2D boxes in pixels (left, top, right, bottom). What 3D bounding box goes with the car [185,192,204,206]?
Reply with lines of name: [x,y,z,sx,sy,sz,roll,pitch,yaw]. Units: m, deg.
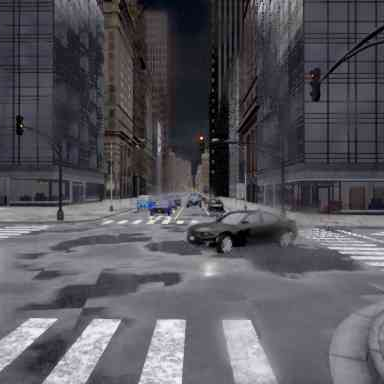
car: [0.338,1.310,49.985,2.097,1.767,4.553,0,0,0]

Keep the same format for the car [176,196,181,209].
car: [-2.876,1.532,42.834,1.994,1.385,4.181,0,0,1]

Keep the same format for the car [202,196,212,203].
car: [3.019,1.464,68.570,1.887,1.381,4.507,0,0,0]

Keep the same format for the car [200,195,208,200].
car: [3.117,1.455,85.517,1.802,1.307,4.206,0,0,0]

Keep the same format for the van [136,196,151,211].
van: [-5.668,1.313,40.373,1.690,1.788,3.998,0,0,0]

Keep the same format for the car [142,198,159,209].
car: [-5.637,1.546,46.022,1.802,1.307,4.206,0,0,0]

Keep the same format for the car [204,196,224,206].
car: [2.856,1.537,40.325,1.947,1.339,4.313,0,0,0]

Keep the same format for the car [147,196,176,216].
car: [-2.948,1.457,32.875,1.882,1.535,5.008,0,0,0]

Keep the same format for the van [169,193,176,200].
van: [-5.374,1.198,91.210,1.690,1.788,3.998,0,0,0]

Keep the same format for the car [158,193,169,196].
car: [-5.571,1.384,57.319,1.967,1.590,4.097,0,0,0]

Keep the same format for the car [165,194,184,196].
car: [-2.748,1.499,53.187,2.033,1.411,5.357,0,0,1]

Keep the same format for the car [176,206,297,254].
car: [2.116,1.494,13.640,5.008,1.535,1.882,1,-1,-32]

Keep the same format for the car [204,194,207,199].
car: [2.953,1.526,57.272,1.802,1.307,4.206,0,0,0]

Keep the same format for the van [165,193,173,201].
van: [-5.439,1.230,79.914,1.690,1.788,3.998,0,0,0]

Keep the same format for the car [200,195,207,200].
car: [3.149,1.408,91.165,2.008,1.369,4.403,0,0,0]
